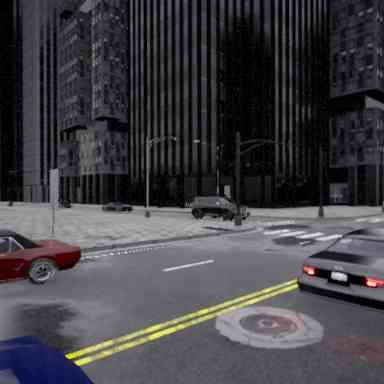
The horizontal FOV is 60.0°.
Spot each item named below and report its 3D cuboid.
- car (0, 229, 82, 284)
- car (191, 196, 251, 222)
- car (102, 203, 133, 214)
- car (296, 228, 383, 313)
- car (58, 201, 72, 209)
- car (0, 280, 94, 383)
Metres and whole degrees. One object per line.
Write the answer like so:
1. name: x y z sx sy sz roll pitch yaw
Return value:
1. car: -5.214 1.602 7.797 4.718 1.301 1.895 0 0 -41
2. car: 2.317 1.397 28.309 2.150 2.045 5.566 0 0 -44
3. car: -9.175 1.954 40.946 1.895 1.301 4.718 0 0 -41
4. car: 4.479 1.552 7.607 5.357 1.411 2.033 0 0 -42
5. car: -21.332 2.116 54.533 1.994 1.385 4.181 0 -1 -42
6. car: -2.581 1.601 1.224 4.718 1.301 1.895 0 0 -42
